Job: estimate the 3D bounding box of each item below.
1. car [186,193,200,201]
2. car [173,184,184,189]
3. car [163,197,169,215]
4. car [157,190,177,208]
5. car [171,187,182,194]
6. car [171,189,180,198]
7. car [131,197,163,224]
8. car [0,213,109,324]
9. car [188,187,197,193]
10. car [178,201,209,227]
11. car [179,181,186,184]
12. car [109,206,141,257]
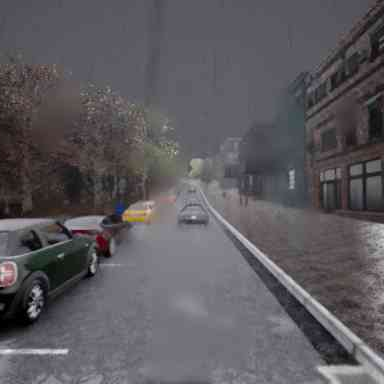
[{"bbox_3d":[0.131,1.274,42.024,2.033,1.411,5.357,0,2,0],"label":"car"},{"bbox_3d":[-3.601,-0.286,71.478,2.185,1.767,4.553,0,4,2],"label":"car"},{"bbox_3d":[-3.628,1.447,30.359,2.002,1.452,4.674,0,0,2],"label":"car"},{"bbox_3d":[-3.595,1.039,43.615,2.185,1.767,4.553,2,2,2],"label":"car"},{"bbox_3d":[-3.589,0.496,60.367,2.231,1.521,4.892,1,3,2],"label":"car"},{"bbox_3d":[-3.590,0.754,54.634,1.946,1.575,5.366,1,3,2],"label":"car"},{"bbox_3d":[-3.626,1.433,24.222,1.946,1.575,5.366,0,1,2],"label":"car"},{"bbox_3d":[-3.647,1.351,7.371,2.185,1.767,4.553,0,1,2],"label":"car"},{"bbox_3d":[0.056,-0.388,75.671,1.812,1.442,4.674,0,4,0],"label":"car"},{"bbox_3d":[0.117,1.527,22.444,1.994,1.385,4.181,0,0,0],"label":"car"},{"bbox_3d":[-3.576,-1.581,93.942,1.946,1.575,5.366,0,4,2],"label":"car"},{"bbox_3d":[-3.652,1.523,12.975,2.163,1.488,4.792,-1,1,2],"label":"car"}]
